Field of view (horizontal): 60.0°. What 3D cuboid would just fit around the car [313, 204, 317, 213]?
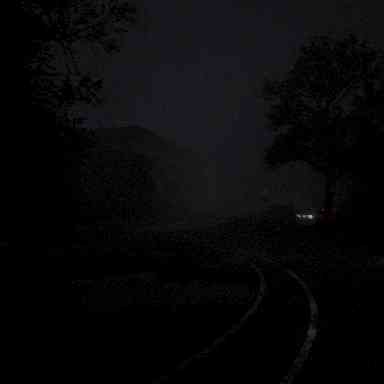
[{"bbox_3d":[25.490,3.484,65.470,1.994,1.385,4.181,0,-2,17],"label":"car"}]

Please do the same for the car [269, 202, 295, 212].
[{"bbox_3d":[19.632,3.380,72.739,5.566,2.045,2.435,0,-2,17],"label":"car"}]

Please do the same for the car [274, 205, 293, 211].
[{"bbox_3d":[23.706,4.083,86.253,4.674,1.452,2.002,0,-2,17],"label":"car"}]

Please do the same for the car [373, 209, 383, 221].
[{"bbox_3d":[21.135,2.393,34.168,2.128,1.511,4.902,1,-2,-21],"label":"car"}]

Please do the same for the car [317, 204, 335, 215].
[{"bbox_3d":[23.151,3.224,57.554,1.812,1.442,4.674,0,-2,17],"label":"car"}]

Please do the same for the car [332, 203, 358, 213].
[{"bbox_3d":[30.860,3.363,66.518,4.553,1.767,2.185,0,-1,17],"label":"car"}]

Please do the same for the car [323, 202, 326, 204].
[{"bbox_3d":[35.764,3.992,82.733,5.008,1.535,2.097,0,-2,17],"label":"car"}]

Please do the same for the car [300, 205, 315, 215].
[{"bbox_3d":[19.584,3.264,57.057,1.895,1.301,4.718,0,-2,17],"label":"car"}]

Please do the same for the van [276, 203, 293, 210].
[{"bbox_3d":[25.435,3.978,91.640,4.442,1.987,1.878,0,-2,17],"label":"van"}]

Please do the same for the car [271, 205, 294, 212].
[{"bbox_3d":[21.271,3.799,78.138,5.008,1.535,2.097,0,-2,17],"label":"car"}]
